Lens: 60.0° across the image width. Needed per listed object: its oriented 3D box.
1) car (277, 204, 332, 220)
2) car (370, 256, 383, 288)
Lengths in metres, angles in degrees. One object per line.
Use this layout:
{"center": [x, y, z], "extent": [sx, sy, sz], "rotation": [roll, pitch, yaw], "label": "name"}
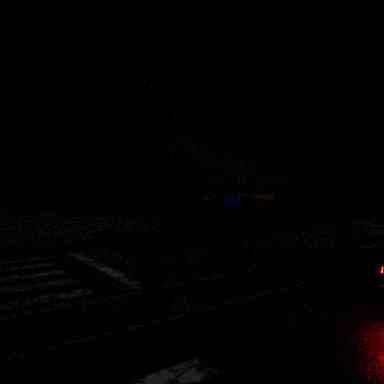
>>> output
{"center": [8.480, 1.554, 27.194], "extent": [4.792, 1.488, 2.163], "rotation": [0, 0, 31], "label": "car"}
{"center": [6.126, 1.640, 7.663], "extent": [4.718, 1.301, 1.895], "rotation": [0, 0, -37], "label": "car"}
